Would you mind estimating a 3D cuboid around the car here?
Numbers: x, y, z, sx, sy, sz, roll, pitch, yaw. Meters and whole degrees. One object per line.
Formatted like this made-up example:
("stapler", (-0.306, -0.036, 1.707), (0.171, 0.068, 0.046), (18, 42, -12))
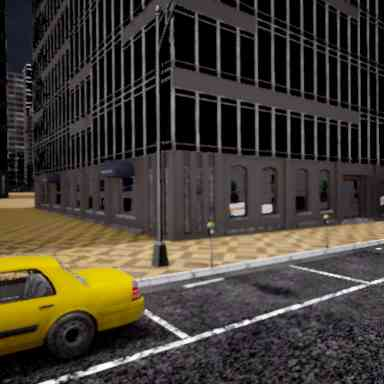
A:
("car", (-3.030, 1.525, 4.412), (4.829, 1.417, 1.752), (0, -1, -35))
